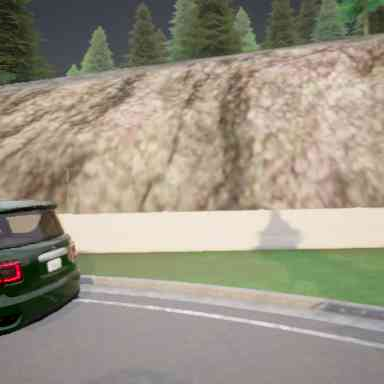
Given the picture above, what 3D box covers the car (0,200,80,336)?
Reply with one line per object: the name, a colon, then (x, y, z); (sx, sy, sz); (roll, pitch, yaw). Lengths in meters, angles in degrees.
car: (-4.602, 1.180, 5.241); (5.566, 2.045, 2.150); (-1, 1, 10)
